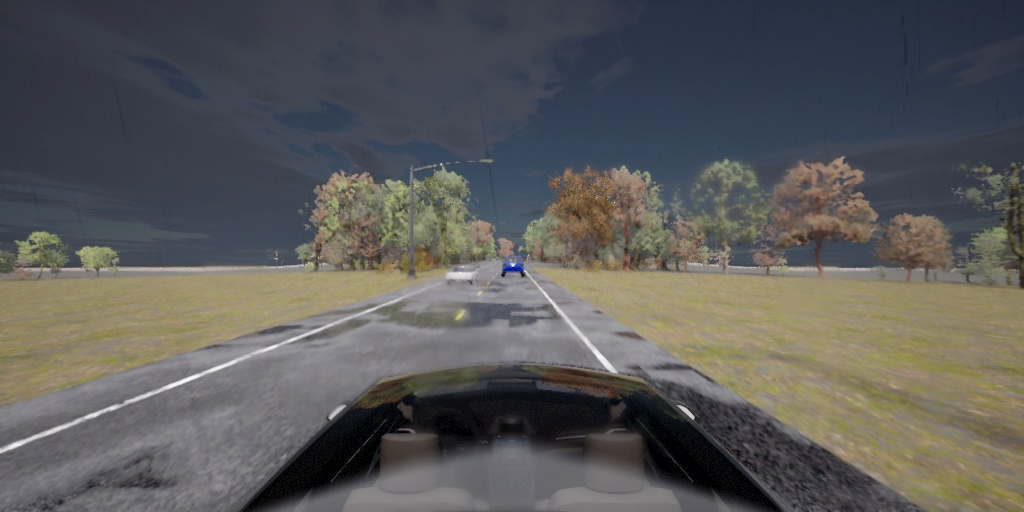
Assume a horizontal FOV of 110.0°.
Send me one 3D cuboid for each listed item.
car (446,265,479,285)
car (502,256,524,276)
[{"bbox_3d":[-3.585,1.372,26.295,1.895,1.301,4.718,0,0,0],"label":"car"},{"bbox_3d":[0.105,1.003,37.258,2.150,2.045,5.566,0,0,0],"label":"car"}]
